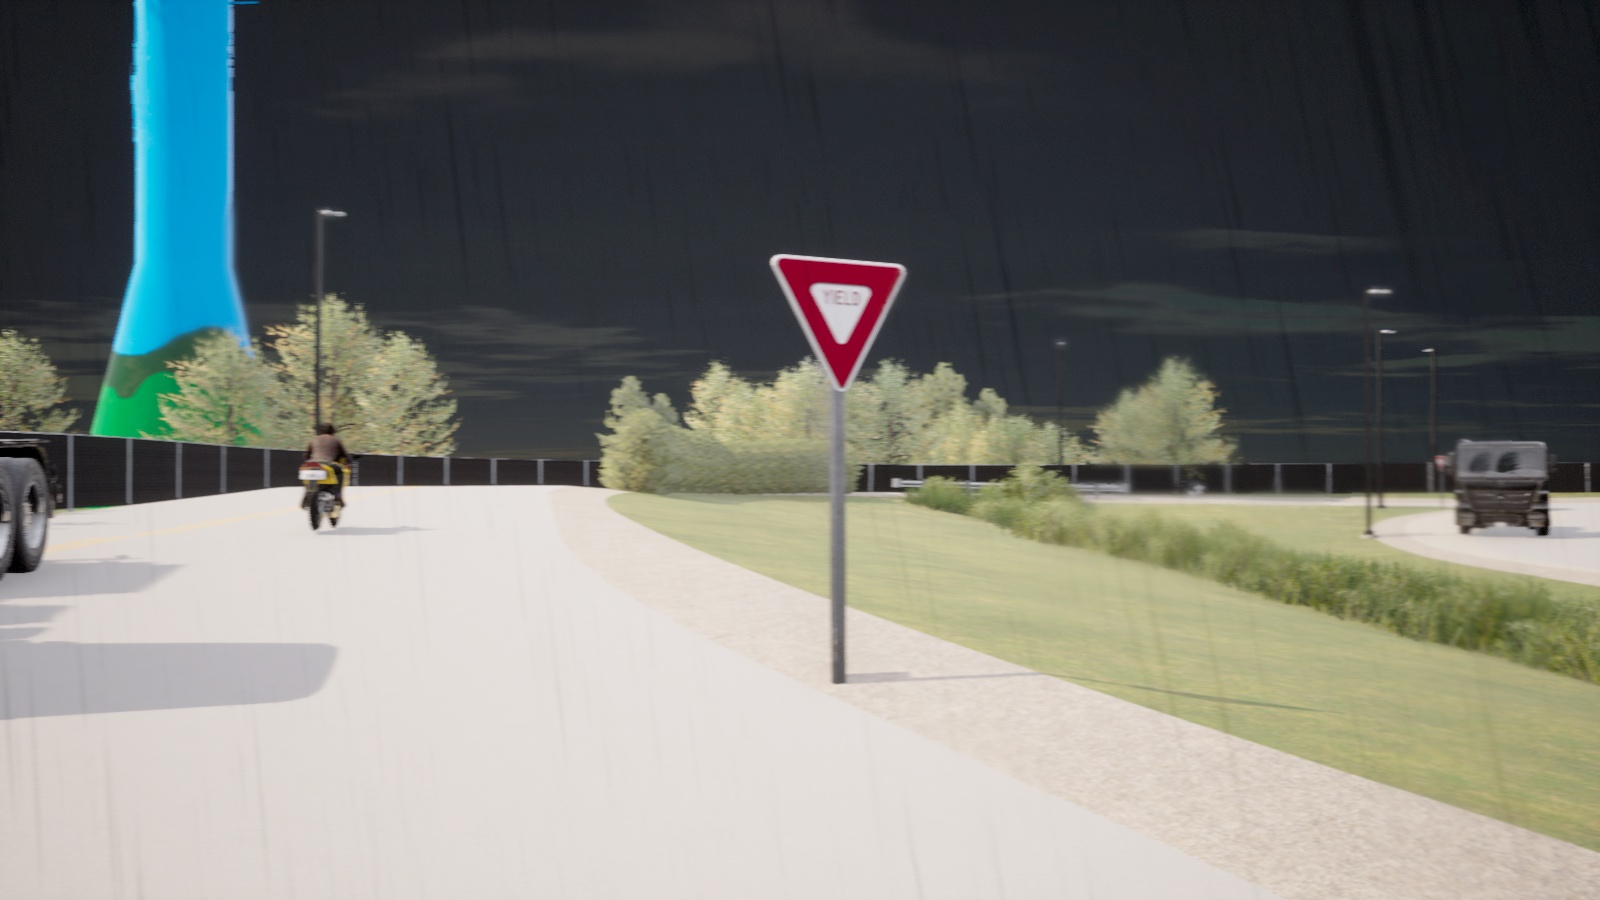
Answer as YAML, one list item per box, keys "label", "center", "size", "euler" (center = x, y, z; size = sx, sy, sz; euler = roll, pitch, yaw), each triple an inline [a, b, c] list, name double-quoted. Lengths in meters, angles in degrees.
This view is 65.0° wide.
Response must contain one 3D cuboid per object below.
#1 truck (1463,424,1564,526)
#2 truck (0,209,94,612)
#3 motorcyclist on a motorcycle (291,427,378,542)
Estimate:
- label: "truck"
  center: [26.572, 0.841, 46.572]
  size: [2.891, 3.462, 7.936]
  euler: [-2, 0, 31]
- label: "truck"
  center: [-8.001, -0.314, 9.544]
  size: [2.891, 3.462, 7.936]
  euler: [-1, 1, -17]
- label: "motorcyclist on a motorcycle"
  center: [-6.554, 0.491, 17.775]
  size: [0.797, 1.523, 2.044]
  euler: [-1, -1, -10]
